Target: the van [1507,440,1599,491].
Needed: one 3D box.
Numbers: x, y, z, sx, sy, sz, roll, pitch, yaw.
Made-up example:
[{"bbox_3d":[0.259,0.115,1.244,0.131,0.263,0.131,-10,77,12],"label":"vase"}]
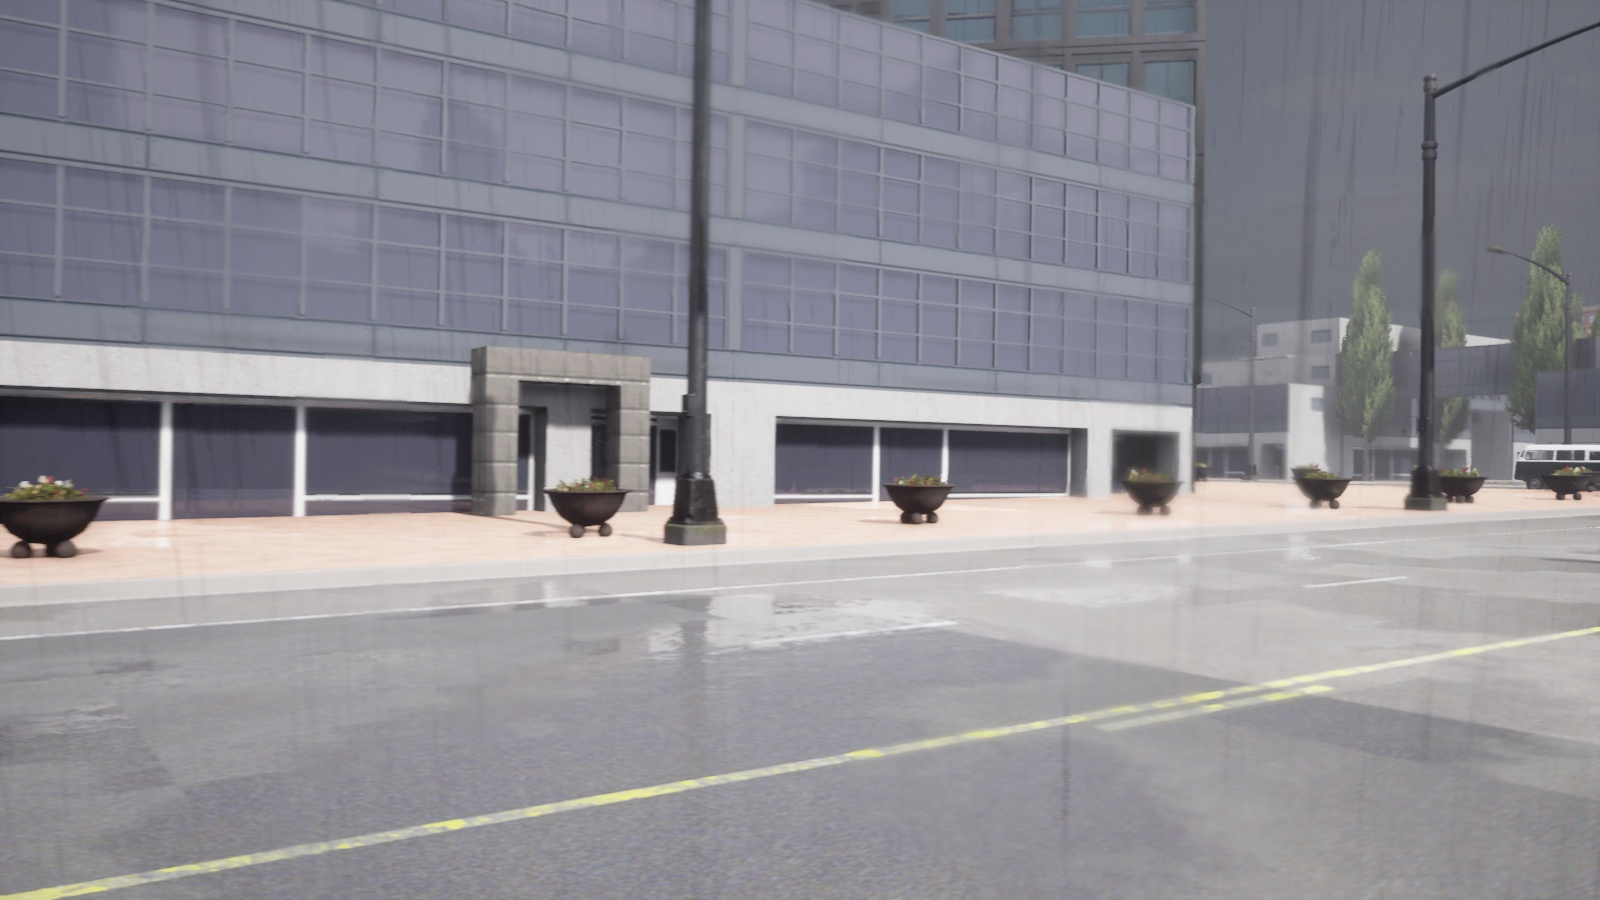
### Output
[{"bbox_3d":[32.266,0.651,52.250,2.069,2.038,4.480,1,-1,-34],"label":"van"}]
